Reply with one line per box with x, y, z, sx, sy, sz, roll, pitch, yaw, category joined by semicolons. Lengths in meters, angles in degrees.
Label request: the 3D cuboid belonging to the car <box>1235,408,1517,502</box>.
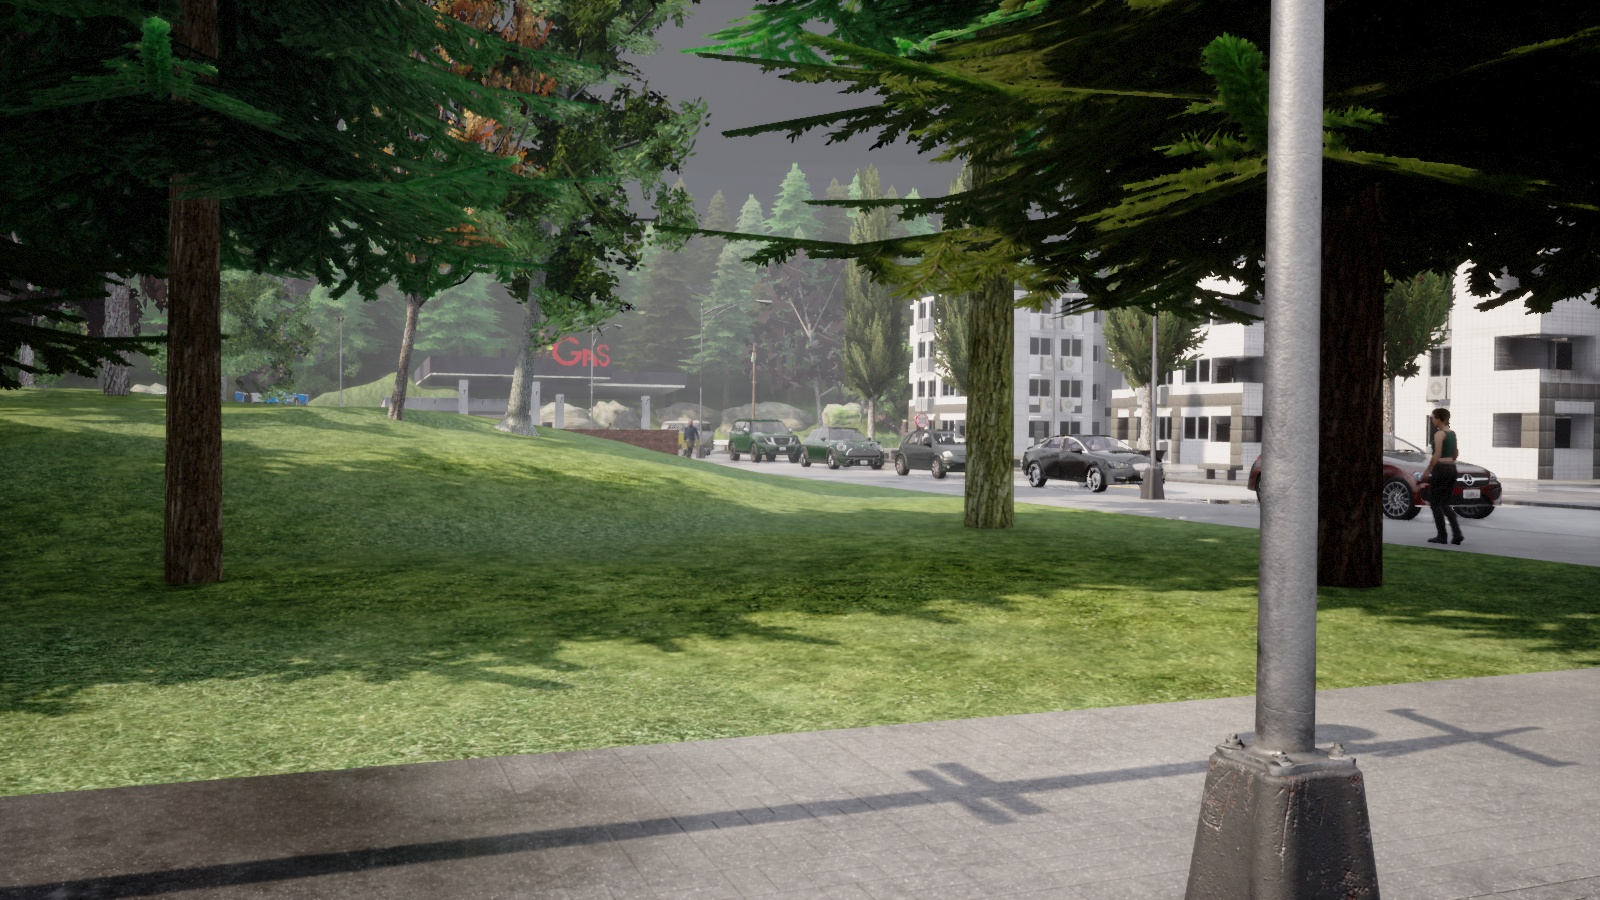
11.236;0.049;24.984;2.152;1.651;5.027;-1;1;-21;car

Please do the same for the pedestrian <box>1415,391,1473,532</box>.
8.585;0.143;16.739;0.345;1.836;0.594;-1;1;-27;pedestrian

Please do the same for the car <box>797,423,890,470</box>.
1.674;-0.177;50.135;2.097;1.767;4.553;-1;1;-21;car

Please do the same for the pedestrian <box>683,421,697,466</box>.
-4.501;-0.280;51.401;0.402;1.842;0.726;-1;1;-21;pedestrian

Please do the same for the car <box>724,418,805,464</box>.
-1.750;-0.427;59.157;2.150;2.045;5.566;-1;1;-20;car

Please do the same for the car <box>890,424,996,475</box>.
4.729;-0.040;42.088;1.851;1.617;3.988;-1;1;-21;car

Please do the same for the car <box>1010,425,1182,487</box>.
7.848;0.118;33.881;2.128;1.511;4.902;-1;1;-21;car

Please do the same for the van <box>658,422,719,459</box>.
-6.350;-0.534;70.933;1.775;1.987;4.442;-1;1;-28;van
